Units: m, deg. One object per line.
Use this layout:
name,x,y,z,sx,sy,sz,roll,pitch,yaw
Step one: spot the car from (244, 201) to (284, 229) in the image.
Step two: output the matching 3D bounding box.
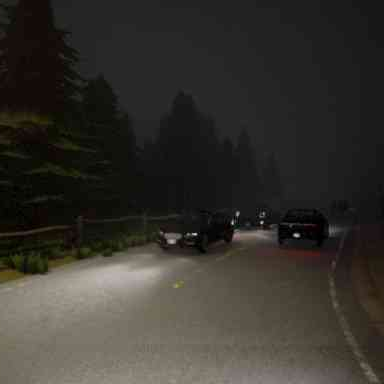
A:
car,4.423,1.403,22.241,2.097,1.767,4.553,1,0,27

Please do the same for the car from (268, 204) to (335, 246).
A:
car,5.319,1.548,15.673,2.128,1.511,4.902,1,0,26

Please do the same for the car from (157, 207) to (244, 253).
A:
car,0.332,1.498,13.978,2.128,1.511,4.902,1,0,26

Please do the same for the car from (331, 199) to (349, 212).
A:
car,18.961,1.690,42.632,2.128,1.511,4.902,1,0,28
